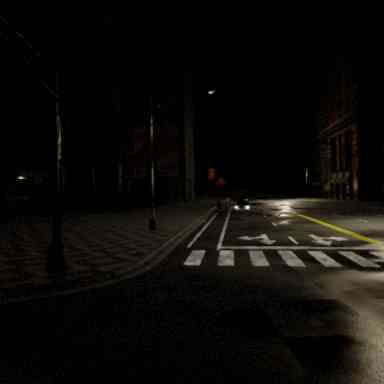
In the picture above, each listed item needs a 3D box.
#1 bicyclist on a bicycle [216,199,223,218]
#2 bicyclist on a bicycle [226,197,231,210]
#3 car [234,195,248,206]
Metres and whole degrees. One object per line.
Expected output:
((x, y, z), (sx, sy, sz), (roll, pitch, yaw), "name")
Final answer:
((2.278, 1.426, 27.770), (0.582, 1.620, 1.656), (-1, 0, 7), "bicyclist on a bicycle")
((4.332, 1.386, 39.822), (0.866, 1.612, 1.509), (-1, 0, 8), "bicyclist on a bicycle")
((7.850, 1.259, 53.148), (2.097, 1.767, 4.553), (-1, 0, 7), "car")
